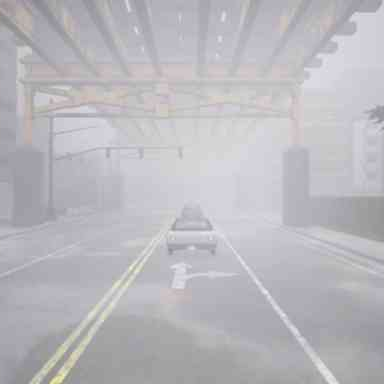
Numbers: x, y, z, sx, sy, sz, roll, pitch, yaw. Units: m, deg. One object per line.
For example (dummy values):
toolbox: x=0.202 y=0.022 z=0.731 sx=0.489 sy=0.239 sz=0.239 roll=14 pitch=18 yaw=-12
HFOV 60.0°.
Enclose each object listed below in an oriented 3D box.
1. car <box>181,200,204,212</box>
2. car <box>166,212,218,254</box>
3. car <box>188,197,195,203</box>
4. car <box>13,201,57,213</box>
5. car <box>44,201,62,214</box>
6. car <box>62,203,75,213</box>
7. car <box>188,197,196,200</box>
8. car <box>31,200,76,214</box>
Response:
car: x=0.020 y=1.768 z=29.301 sx=2.128 sy=1.511 sz=4.902 roll=0 pitch=0 yaw=1
car: x=-0.001 y=1.734 z=14.112 sx=1.895 sy=1.301 sz=4.718 roll=0 pitch=0 yaw=0
car: x=-0.028 y=2.185 z=93.223 sx=1.882 sy=1.535 sz=5.008 roll=0 pitch=0 yaw=0
car: x=-17.146 y=1.637 z=36.346 sx=4.536 sy=1.218 sz=1.853 roll=0 pitch=-1 yaw=25
car: x=-17.099 y=1.794 z=36.323 sx=4.974 sy=1.542 sz=2.038 roll=0 pitch=-1 yaw=25
car: x=-16.823 y=1.676 z=40.465 sx=4.536 sy=1.218 sz=1.853 roll=0 pitch=-1 yaw=-20
car: x=-0.024 y=2.205 z=81.558 sx=1.837 sy=1.490 sz=4.892 roll=0 pitch=0 yaw=0
car: x=-16.774 y=1.833 z=40.482 sx=4.974 sy=1.542 sz=2.038 roll=0 pitch=-1 yaw=-20
